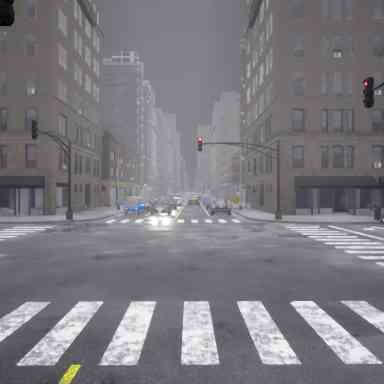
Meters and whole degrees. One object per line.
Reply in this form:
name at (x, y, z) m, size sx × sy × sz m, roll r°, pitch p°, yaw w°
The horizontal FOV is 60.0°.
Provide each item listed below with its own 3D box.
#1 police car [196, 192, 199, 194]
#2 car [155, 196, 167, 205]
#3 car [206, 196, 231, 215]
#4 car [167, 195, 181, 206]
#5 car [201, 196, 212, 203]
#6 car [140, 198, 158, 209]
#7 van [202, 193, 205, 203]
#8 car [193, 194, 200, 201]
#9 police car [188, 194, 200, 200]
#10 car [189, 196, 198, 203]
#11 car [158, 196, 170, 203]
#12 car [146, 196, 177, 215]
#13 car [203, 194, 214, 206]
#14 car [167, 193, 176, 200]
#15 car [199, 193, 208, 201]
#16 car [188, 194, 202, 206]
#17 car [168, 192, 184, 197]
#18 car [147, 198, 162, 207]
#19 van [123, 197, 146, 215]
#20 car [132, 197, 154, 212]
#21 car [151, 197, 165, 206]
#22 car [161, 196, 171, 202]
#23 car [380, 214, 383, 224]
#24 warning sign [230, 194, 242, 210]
police car at (1.064, 1.421, 79.446) m, size 1.930 × 1.638 × 5.238 m, roll 0°, pitch 0°, yaw -1°
car at (-5.652, 1.527, 61.548) m, size 1.752 × 1.417 × 4.829 m, roll 0°, pitch 0°, yaw 0°
car at (2.778, 1.442, 33.350) m, size 1.967 × 1.590 × 4.097 m, roll 0°, pitch 0°, yaw 0°
car at (-2.953, 1.494, 43.762) m, size 2.128 × 1.511 × 4.902 m, roll 0°, pitch 0°, yaw 0°
car at (2.894, 1.551, 67.365) m, size 2.008 × 1.369 × 4.403 m, roll 0°, pitch 0°, yaw 0°
car at (-5.709, 1.569, 44.713) m, size 1.947 × 1.339 × 4.313 m, roll 0°, pitch 0°, yaw 0°
van at (2.855, 1.344, 56.026) m, size 1.690 × 1.788 × 3.998 m, roll 0°, pitch 0°, yaw 0°
car at (1.088, 1.448, 89.541) m, size 1.801 × 1.575 × 5.366 m, roll 0°, pitch 0°, yaw 0°
police car at (0.595, 1.414, 95.369) m, size 1.930 × 1.638 × 5.238 m, roll 0°, pitch 0°, yaw -16°
car at (0.281, 1.601, 68.639) m, size 1.895 × 1.301 × 4.718 m, roll 0°, pitch 0°, yaw 1°
car at (-5.632, 1.566, 67.386) m, size 1.947 × 1.339 × 4.313 m, roll 0°, pitch 0°, yaw 0°
car at (-2.993, 1.493, 33.517) m, size 2.128 × 1.511 × 4.902 m, roll 0°, pitch 0°, yaw 0°
car at (2.816, 1.443, 44.688) m, size 1.967 × 1.590 × 4.097 m, roll 0°, pitch 0°, yaw 0°
car at (-5.555, 1.306, 90.059) m, size 2.192 × 1.841 × 5.009 m, roll 0°, pitch 0°, yaw 0°
car at (2.951, 1.309, 84.372) m, size 2.192 × 1.841 × 5.009 m, roll 0°, pitch 0°, yaw 0°
car at (0.281, 1.528, 54.675) m, size 1.812 × 1.442 × 4.674 m, roll 0°, pitch 0°, yaw 0°
car at (-2.904, 1.224, 54.492) m, size 2.150 × 2.045 × 5.566 m, roll 0°, pitch 0°, yaw 0°
car at (-5.690, 1.585, 50.381) m, size 1.802 × 1.307 × 4.206 m, roll 0°, pitch 0°, yaw 0°
van at (-5.748, 1.343, 33.376) m, size 1.690 × 1.788 × 3.998 m, roll 0°, pitch 0°, yaw 0°
car at (-5.729, 1.443, 39.045) m, size 1.967 × 1.590 × 4.097 m, roll 0°, pitch 0°, yaw 0°
car at (-5.671, 1.568, 56.050) m, size 1.947 × 1.339 × 4.313 m, roll 0°, pitch 0°, yaw 0°
car at (-5.613, 1.543, 73.054) m, size 1.887 × 1.381 × 4.507 m, roll 0°, pitch 0°, yaw 0°
car at (14.355, 1.520, 20.697) m, size 4.892 × 1.490 × 1.837 m, roll 0°, pitch 0°, yaw 0°
warning sign at (5.199, 1.118, 39.336) m, size 1.300 × 1.860 × 1.060 m, roll 0°, pitch 0°, yaw 0°
